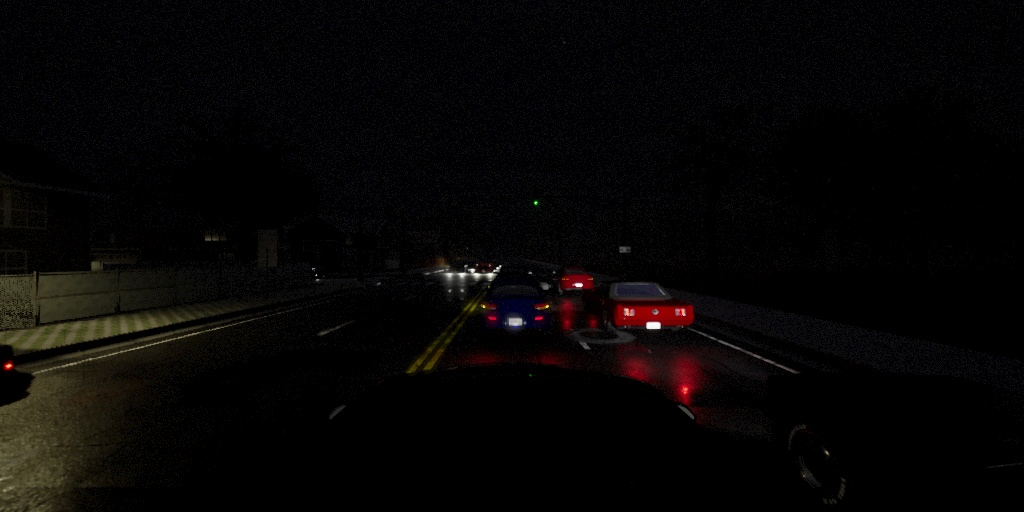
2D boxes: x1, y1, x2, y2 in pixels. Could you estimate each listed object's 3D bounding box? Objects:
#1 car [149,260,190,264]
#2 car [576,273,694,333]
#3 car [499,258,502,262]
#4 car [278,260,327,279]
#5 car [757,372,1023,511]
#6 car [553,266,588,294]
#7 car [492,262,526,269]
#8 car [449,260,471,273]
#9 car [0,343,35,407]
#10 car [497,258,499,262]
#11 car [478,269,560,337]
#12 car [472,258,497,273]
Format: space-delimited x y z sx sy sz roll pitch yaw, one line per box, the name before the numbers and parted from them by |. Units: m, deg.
car | -28.443 1.148 30.398 4.553 1.767 2.097 0 0 0
car | 3.340 1.351 10.652 1.895 1.301 4.718 0 0 0
car | -3.273 1.251 64.098 1.812 1.442 4.674 0 0 0
car | -18.198 1.131 30.372 4.553 1.767 2.097 0 0 0
car | 3.348 1.351 1.375 1.895 1.301 4.718 0 0 0
car | 3.321 1.275 20.003 1.812 1.442 4.674 0 0 0
car | 0.050 1.256 19.612 1.837 1.490 4.892 0 0 0
car | -6.573 1.247 44.263 1.837 1.490 4.892 0 0 0
car | -6.601 1.298 1.762 2.033 1.411 5.357 0 0 0
car | -3.315 1.299 52.504 1.994 1.385 4.181 0 0 0
car | 0.088 1.276 10.177 1.812 1.442 4.674 0 0 0
car | -3.324 1.094 43.728 2.097 1.767 4.553 0 0 0
